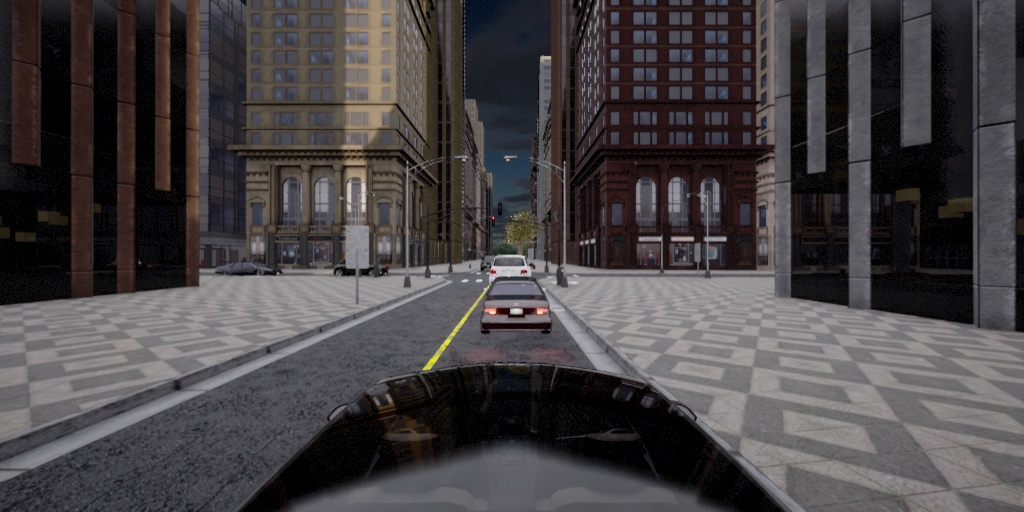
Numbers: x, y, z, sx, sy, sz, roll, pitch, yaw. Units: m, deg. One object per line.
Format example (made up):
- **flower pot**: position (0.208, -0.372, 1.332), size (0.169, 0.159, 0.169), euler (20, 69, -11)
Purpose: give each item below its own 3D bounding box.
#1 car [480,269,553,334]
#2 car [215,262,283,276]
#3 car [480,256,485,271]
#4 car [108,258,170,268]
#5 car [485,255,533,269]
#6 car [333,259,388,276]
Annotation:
- **car**: position (0.091, 1.297, 10.609), size (2.033, 1.411, 5.357), euler (0, 0, 0)
- **car**: position (-24.407, 1.218, 33.338), size (5.357, 1.411, 2.033), euler (0, 0, 0)
- **car**: position (-3.132, 0.969, 49.484), size (2.150, 2.045, 5.566), euler (0, 0, -1)
- **car**: position (-34.597, 0.998, 33.342), size (4.553, 1.767, 2.097), euler (0, 0, 0)
- **car**: position (0.015, 0.970, 20.854), size (2.150, 2.045, 5.566), euler (0, 0, 4)
- **car**: position (-13.992, 1.052, 33.339), size (4.553, 1.767, 2.097), euler (0, 0, 0)
